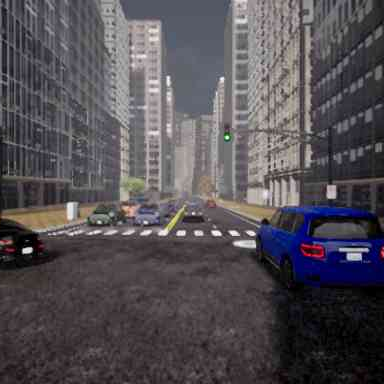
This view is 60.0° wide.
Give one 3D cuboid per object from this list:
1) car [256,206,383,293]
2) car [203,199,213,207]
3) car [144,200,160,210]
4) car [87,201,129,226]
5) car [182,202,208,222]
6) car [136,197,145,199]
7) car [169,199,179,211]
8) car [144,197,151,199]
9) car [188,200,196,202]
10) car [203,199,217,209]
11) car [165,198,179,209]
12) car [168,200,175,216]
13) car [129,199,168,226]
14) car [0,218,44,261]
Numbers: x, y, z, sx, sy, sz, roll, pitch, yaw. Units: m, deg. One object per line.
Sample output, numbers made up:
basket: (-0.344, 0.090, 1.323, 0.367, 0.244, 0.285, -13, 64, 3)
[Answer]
car: (3.366, 1.405, 9.566, 2.150, 2.045, 5.566, 1, 1, 0)
car: (3.275, 2.250, 68.356, 1.812, 1.442, 4.674, 0, -1, 0)
car: (-6.481, 2.135, 54.841, 2.033, 1.411, 5.357, 0, -1, 0)
car: (-6.617, 1.639, 26.197, 2.097, 1.767, 4.553, 0, -1, 1)
car: (0.112, 1.877, 30.211, 2.033, 1.411, 5.357, 0, -1, 0)
car: (-6.572, 1.731, 34.835, 2.097, 1.767, 4.553, 0, -1, 0)
car: (-3.252, 2.056, 45.677, 1.994, 1.385, 4.181, 0, -1, 1)
car: (-6.515, 1.700, 44.364, 2.150, 2.045, 5.566, 0, -1, 1)
car: (0.023, 2.182, 59.426, 2.033, 1.411, 5.357, 0, -1, 0)
car: (3.271, 2.101, 58.340, 1.882, 1.535, 5.008, 0, -1, 0)
car: (-3.230, 1.949, 55.736, 2.097, 1.767, 4.553, 0, -1, 0)
car: (-3.321, 1.935, 35.711, 2.033, 1.411, 5.357, 0, -1, 0)
car: (-3.335, 1.640, 26.241, 2.097, 1.767, 4.553, 0, -1, 0)
car: (-7.040, 1.601, 11.318, 4.674, 1.442, 1.812, 1, 0, 30)
